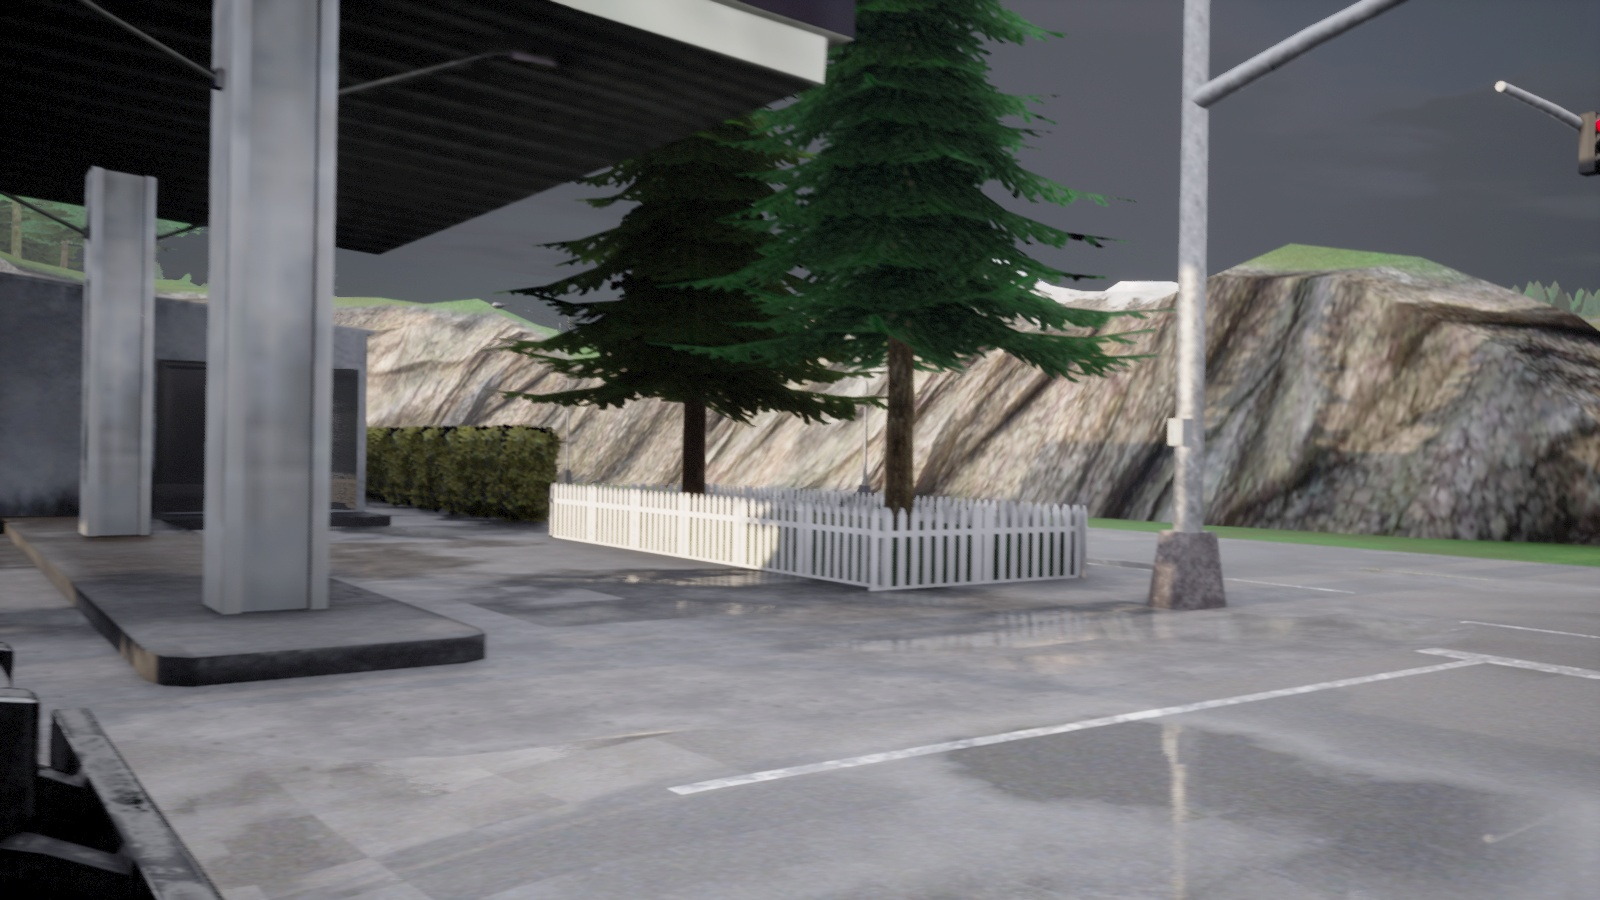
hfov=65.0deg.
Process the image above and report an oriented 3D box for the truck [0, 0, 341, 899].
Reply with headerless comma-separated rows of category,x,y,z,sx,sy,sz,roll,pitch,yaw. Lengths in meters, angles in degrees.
truck,-4.633,-0.248,0.399,7.936,3.462,2.891,2,-2,-35
